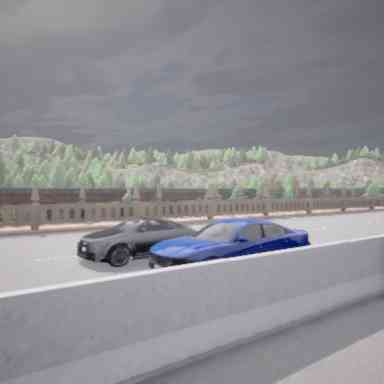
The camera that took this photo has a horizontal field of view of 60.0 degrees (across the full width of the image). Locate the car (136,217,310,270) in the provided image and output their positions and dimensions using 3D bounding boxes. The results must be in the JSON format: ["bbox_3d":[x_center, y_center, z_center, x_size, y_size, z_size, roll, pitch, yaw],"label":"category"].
[{"bbox_3d":[1.209,1.484,9.213,5.008,1.535,1.882,0,0,-36],"label":"car"}]

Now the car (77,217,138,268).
[{"bbox_3d":[-1.706,1.573,11.424,4.181,1.385,1.994,0,0,-36],"label":"car"}]
